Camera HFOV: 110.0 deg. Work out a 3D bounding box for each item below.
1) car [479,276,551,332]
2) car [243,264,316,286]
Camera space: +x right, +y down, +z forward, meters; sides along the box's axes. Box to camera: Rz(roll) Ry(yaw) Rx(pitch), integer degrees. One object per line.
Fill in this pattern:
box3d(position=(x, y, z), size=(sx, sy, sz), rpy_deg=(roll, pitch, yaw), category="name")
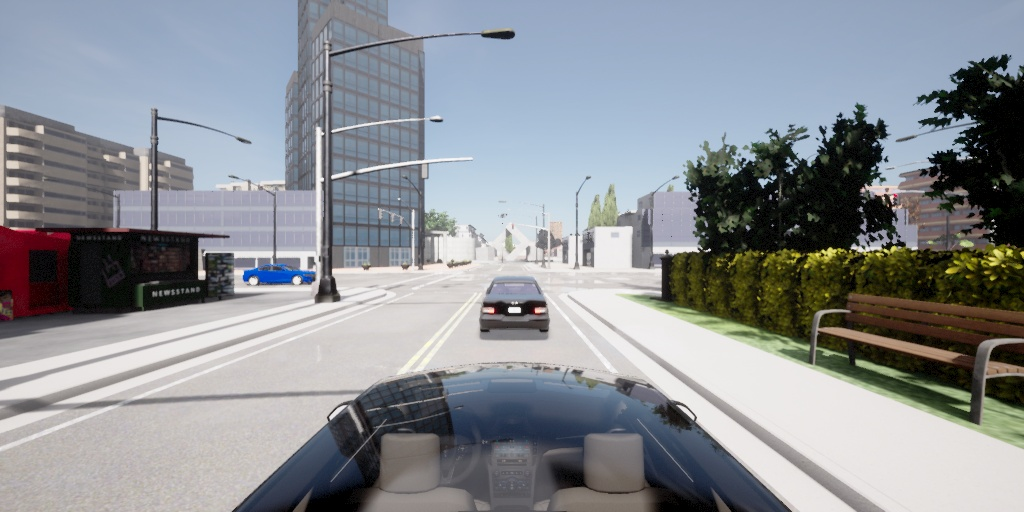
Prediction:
box3d(position=(0.068, 1.294, 10.781), size=(2.033, 1.411, 5.357), rpy_deg=(0, 0, 0), category="car")
box3d(position=(-16.781, 1.328, 26.188), size=(5.008, 1.535, 1.882), rpy_deg=(-1, 0, 0), category="car")
